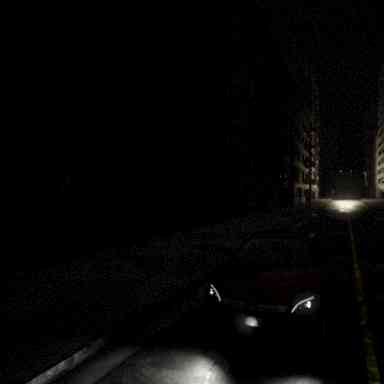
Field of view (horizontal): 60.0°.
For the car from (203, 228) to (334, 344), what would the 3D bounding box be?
[{"bbox_3d":[1.796,1.527,6.735,1.812,1.442,4.674,0,0,25],"label":"car"}]
